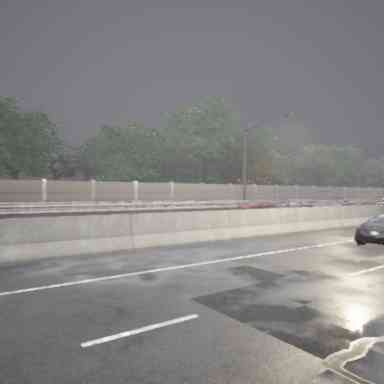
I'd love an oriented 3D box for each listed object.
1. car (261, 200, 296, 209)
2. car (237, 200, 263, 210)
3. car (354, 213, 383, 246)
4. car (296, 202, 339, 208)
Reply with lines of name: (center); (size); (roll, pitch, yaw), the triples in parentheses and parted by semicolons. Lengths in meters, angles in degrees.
car: (9.225, 1.699, 32.066); (4.718, 1.301, 1.895); (0, 0, -35)
car: (6.840, 1.573, 34.665); (5.008, 1.535, 1.882); (0, 0, -35)
car: (8.892, 1.617, 14.389); (4.181, 1.385, 1.994); (0, 0, -36)
car: (11.650, 1.626, 29.497); (4.674, 1.442, 1.812); (0, 0, -35)
